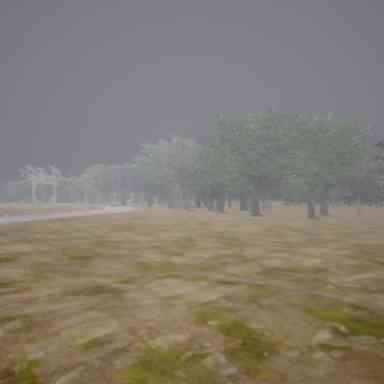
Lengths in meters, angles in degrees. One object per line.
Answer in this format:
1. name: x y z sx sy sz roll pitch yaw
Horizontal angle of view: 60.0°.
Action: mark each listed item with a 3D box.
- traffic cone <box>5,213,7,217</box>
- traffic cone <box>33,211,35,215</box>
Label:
1. traffic cone: -21.877 2.632 39.129 0.340 0.580 0.340 0 -2 6
2. traffic cone: -21.001 2.775 44.329 0.340 0.580 0.340 0 -2 12
